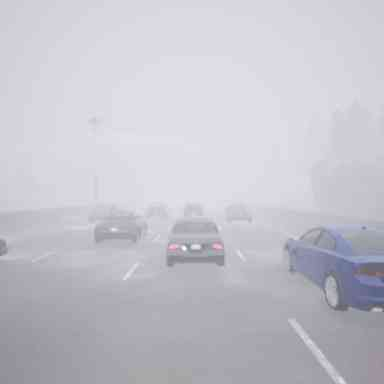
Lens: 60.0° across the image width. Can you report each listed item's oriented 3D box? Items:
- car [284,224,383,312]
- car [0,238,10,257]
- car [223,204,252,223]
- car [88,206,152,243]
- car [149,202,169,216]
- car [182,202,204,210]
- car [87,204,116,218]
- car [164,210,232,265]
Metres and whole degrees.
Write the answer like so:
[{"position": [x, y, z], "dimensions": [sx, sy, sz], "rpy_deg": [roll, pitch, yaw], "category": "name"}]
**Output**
[{"position": [3.605, 1.490, 7.800], "dimensions": [1.882, 1.535, 5.008], "rpy_deg": [0, 0, 0], "category": "car"}, {"position": [-6.895, 1.563, 8.401], "dimensions": [2.033, 1.411, 5.357], "rpy_deg": [0, 0, 0], "category": "car"}, {"position": [3.616, 1.694, 27.039], "dimensions": [2.033, 1.411, 5.357], "rpy_deg": [0, -1, 0], "category": "car"}, {"position": [-3.390, 1.619, 16.479], "dimensions": [1.994, 1.385, 4.181], "rpy_deg": [0, 0, 0], "category": "car"}, {"position": [-3.381, 1.749, 33.397], "dimensions": [1.812, 1.442, 4.674], "rpy_deg": [0, -1, 0], "category": "car"}, {"position": [0.119, 1.715, 32.407], "dimensions": [1.837, 1.490, 4.892], "rpy_deg": [0, -1, 0], "category": "car"}, {"position": [-6.884, 1.695, 27.033], "dimensions": [2.033, 1.411, 5.357], "rpy_deg": [0, -1, 0], "category": "car"}, {"position": [0.107, 1.575, 11.676], "dimensions": [2.033, 1.411, 5.357], "rpy_deg": [0, 0, 0], "category": "car"}]
